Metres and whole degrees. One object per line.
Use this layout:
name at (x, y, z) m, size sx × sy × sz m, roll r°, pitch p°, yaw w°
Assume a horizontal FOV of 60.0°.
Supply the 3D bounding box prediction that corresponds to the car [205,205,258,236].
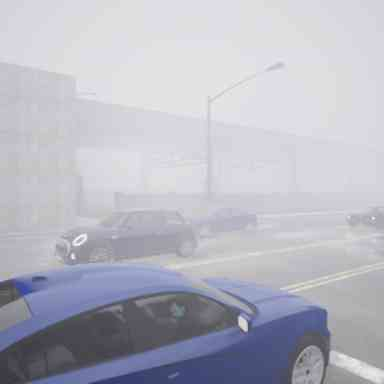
car at (1.371, 1.471, 17.874) m, size 5.008 × 1.535 × 1.882 m, roll 0°, pitch 0°, yaw -36°

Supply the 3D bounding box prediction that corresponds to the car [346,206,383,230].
car at (11.768, 1.589, 20.997) m, size 4.718 × 1.301 × 1.895 m, roll 0°, pitch 0°, yaw -36°

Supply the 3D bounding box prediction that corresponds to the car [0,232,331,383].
car at (-0.620, 1.477, 3.304) m, size 5.008 × 1.535 × 1.882 m, roll 0°, pitch 0°, yaw -36°

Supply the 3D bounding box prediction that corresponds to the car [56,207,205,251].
car at (-2.085, 1.349, 11.105) m, size 4.553 × 1.767 × 2.097 m, roll 0°, pitch 0°, yaw -36°
